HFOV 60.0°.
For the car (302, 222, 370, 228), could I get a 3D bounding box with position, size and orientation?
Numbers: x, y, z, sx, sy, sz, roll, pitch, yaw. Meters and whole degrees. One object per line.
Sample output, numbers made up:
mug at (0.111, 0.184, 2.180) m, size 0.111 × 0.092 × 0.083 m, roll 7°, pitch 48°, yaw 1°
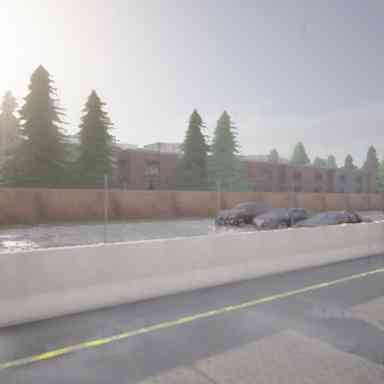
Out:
car at (7.813, 1.744, 18.140) m, size 5.357 × 1.411 × 2.033 m, roll 1°, pitch 0°, yaw -35°
